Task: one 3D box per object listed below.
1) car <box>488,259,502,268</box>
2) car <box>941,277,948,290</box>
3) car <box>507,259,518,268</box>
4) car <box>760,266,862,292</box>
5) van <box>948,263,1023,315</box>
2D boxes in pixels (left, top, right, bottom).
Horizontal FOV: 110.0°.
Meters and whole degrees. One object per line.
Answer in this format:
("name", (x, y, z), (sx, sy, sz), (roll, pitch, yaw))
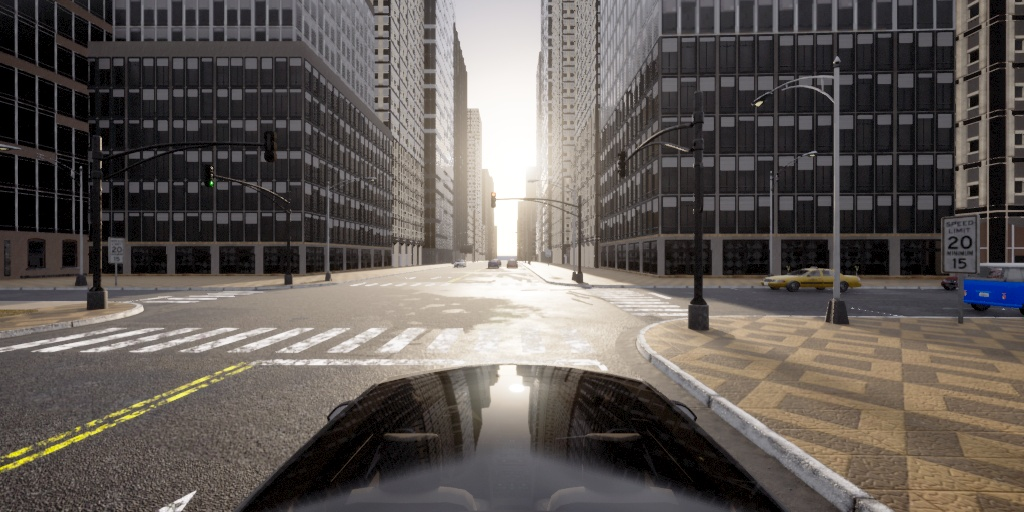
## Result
("car", (-3.201, 1.336, 62.836), (1.882, 1.535, 5.008), (0, 0, 0))
("car", (26.937, 1.356, 20.160), (4.207, 1.307, 1.802), (0, 0, 2))
("car", (0.050, 1.425, 63.666), (1.994, 1.385, 4.181), (0, 0, 0))
("car", (17.103, 1.293, 20.652), (4.829, 1.417, 1.751), (0, 0, 2))
("van", (18.367, 1.119, 12.479), (3.998, 1.789, 1.690), (0, 0, 2))
